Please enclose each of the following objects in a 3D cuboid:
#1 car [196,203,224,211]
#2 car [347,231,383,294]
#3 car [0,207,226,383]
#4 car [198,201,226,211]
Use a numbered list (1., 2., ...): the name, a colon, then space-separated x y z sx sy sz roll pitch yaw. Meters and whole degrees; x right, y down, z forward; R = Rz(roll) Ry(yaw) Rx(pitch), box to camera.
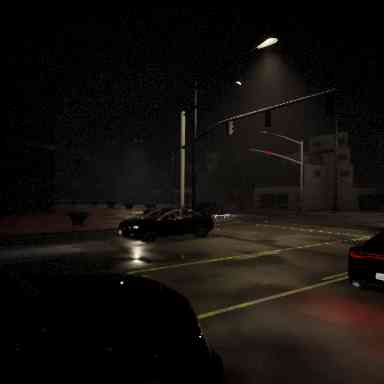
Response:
1. car: -1.154 1.514 16.059 4.902 1.511 2.128 0 0 -35
2. car: 5.700 1.498 7.843 5.008 1.535 1.882 0 0 -35
3. car: -2.382 1.222 2.045 5.566 2.045 2.150 0 0 -36
4. car: 1.756 1.656 36.088 1.994 1.385 4.181 1 -1 -35
